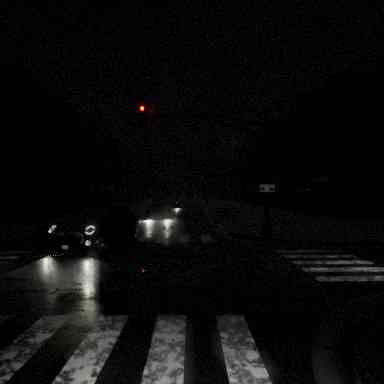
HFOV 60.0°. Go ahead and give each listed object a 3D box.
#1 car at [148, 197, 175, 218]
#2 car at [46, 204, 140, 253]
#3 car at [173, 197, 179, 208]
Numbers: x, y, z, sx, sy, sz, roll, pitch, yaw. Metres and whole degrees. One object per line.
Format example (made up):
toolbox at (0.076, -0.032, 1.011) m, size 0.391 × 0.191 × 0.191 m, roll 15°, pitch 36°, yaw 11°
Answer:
car at (-2.904, 1.510, 30.543) m, size 1.882 × 1.535 × 5.008 m, roll 0°, pitch 0°, yaw 0°
car at (-3.940, 1.366, 13.950) m, size 2.097 × 1.767 × 4.553 m, roll 0°, pitch 0°, yaw 15°
car at (-2.913, 1.535, 48.559) m, size 1.882 × 1.535 × 5.008 m, roll 0°, pitch 0°, yaw 0°
